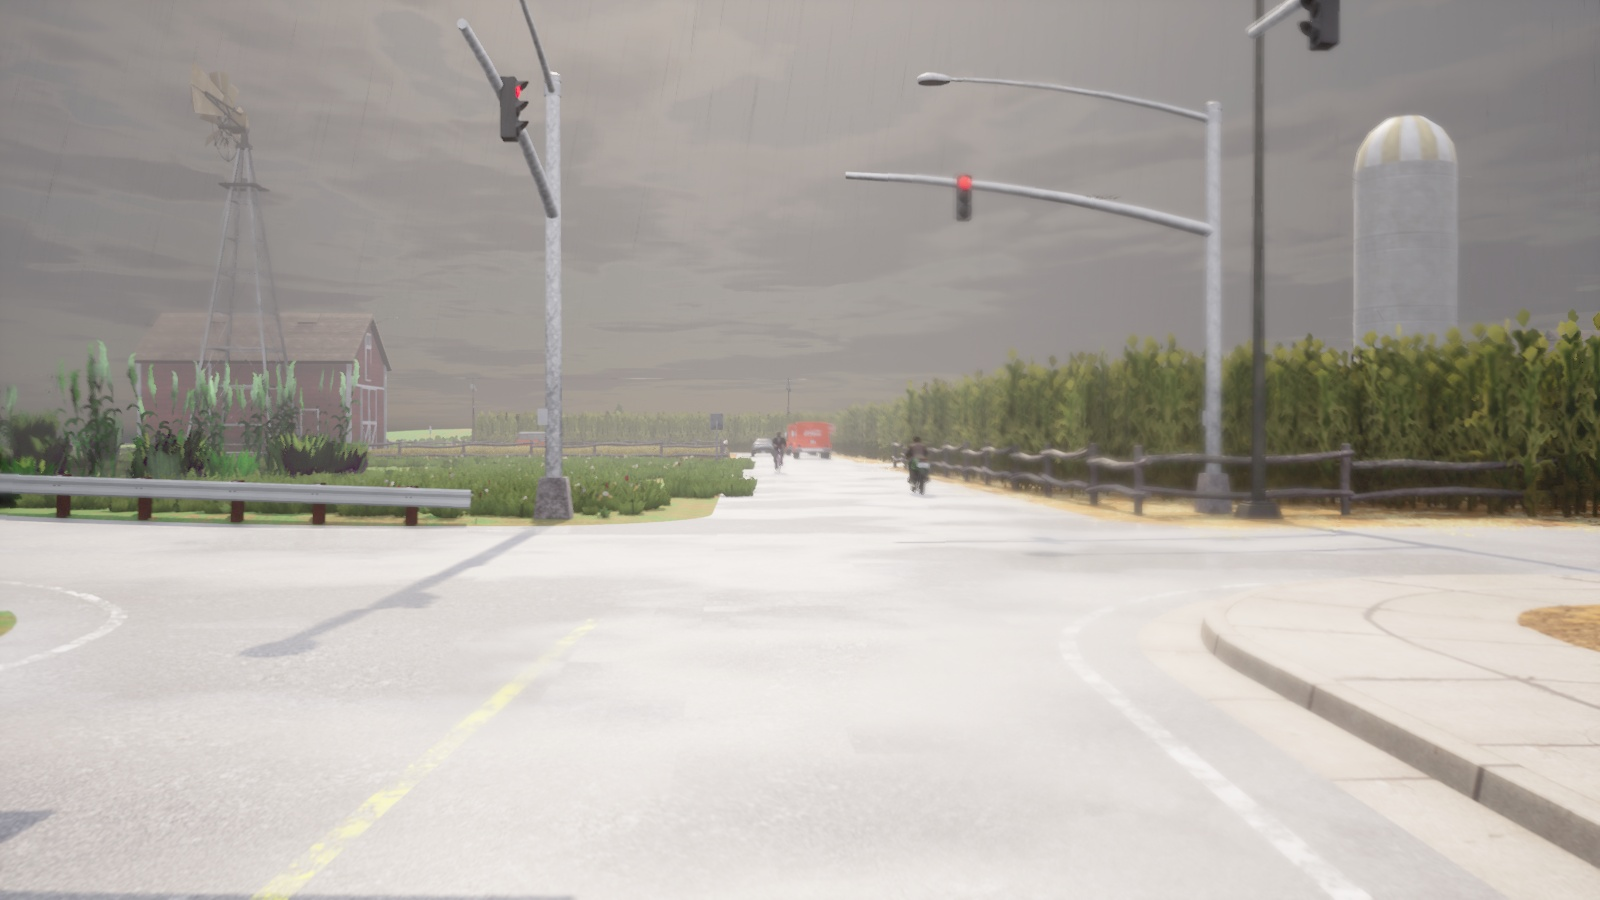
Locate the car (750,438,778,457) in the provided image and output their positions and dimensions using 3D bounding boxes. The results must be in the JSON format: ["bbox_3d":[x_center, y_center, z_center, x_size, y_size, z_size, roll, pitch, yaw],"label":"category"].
[{"bbox_3d":[-2.756,-0.205,95.253,2.033,1.411,5.357,0,1,-3],"label":"car"}]

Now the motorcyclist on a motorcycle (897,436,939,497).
[{"bbox_3d":[3.085,0.409,32.885,0.797,1.523,2.044,0,1,-3],"label":"motorcyclist on a motorcycle"}]

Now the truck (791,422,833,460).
[{"bbox_3d":[0.775,-0.631,85.467,2.627,2.467,5.204,0,1,-3],"label":"truck"}]
